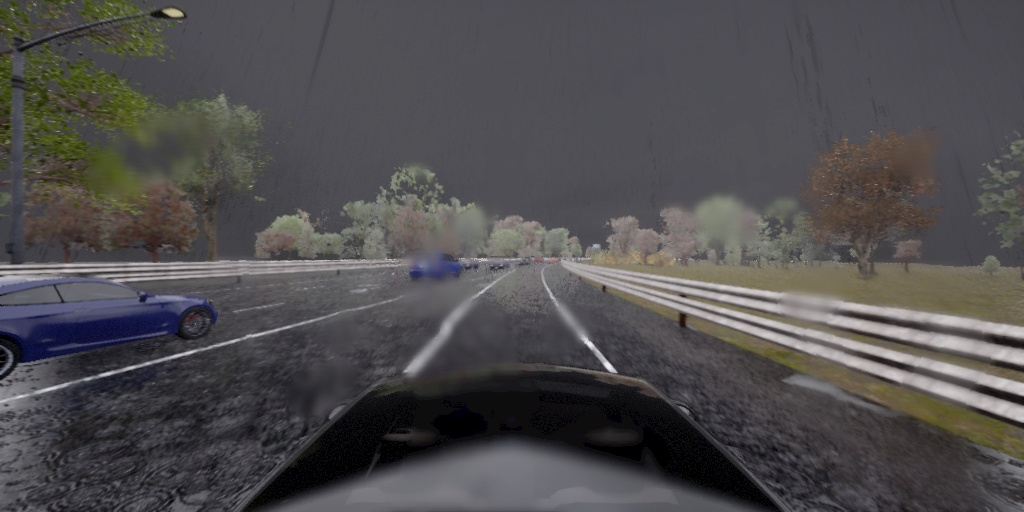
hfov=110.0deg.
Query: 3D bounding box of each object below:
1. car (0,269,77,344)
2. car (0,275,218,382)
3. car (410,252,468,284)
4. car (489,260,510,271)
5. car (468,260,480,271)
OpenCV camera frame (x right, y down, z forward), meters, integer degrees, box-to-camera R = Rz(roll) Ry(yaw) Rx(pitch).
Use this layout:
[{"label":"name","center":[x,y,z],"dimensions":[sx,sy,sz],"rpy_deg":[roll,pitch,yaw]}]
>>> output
[{"label":"car","center":[-11.248,1.031,6.077],"dimensions":[1.812,1.442,4.674],"rpy_deg":[0,0,7]},{"label":"car","center":[-7.713,1.044,6.128],"dimensions":[1.812,1.442,4.674],"rpy_deg":[0,0,7]},{"label":"car","center":[-5.081,0.775,24.917],"dimensions":[2.150,2.045,5.566],"rpy_deg":[0,0,9]},{"label":"car","center":[-1.492,1.198,46.355],"dimensions":[1.895,1.301,4.718],"rpy_deg":[0,0,10]},{"label":"car","center":[-5.378,1.183,44.534],"dimensions":[1.895,1.301,4.718],"rpy_deg":[0,0,10]}]
